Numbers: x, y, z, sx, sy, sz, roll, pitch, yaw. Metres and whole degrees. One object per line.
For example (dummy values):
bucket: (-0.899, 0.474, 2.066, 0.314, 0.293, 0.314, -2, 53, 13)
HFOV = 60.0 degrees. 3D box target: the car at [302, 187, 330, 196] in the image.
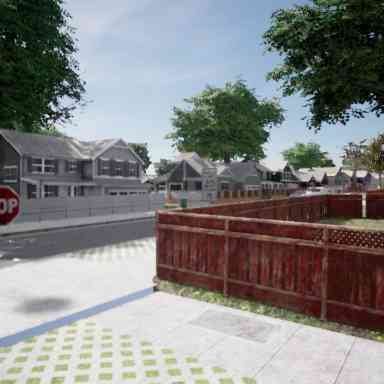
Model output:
car: (16.562, 0.391, 43.425, 2.150, 2.045, 5.566, 0, 1, 35)

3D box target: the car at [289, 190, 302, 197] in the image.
car: (15.086, 0.488, 46.114, 2.097, 1.767, 4.553, 0, 1, 35)
